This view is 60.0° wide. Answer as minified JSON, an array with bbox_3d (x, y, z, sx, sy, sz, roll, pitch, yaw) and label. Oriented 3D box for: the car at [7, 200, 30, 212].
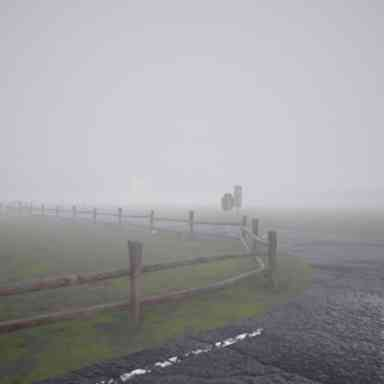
[{"bbox_3d":[-24.340,1.915,46.751,2.097,1.767,4.553,1,-1,-44],"label":"car"}]
